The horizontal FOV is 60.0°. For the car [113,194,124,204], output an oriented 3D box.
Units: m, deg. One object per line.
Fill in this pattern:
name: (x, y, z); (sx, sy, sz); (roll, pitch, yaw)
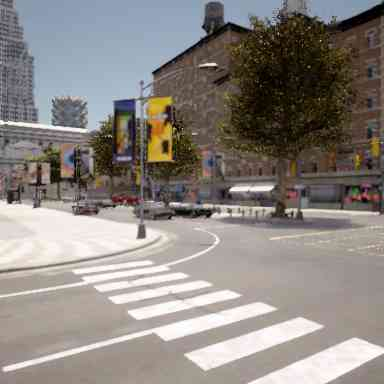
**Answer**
car: (-15.683, 1.379, 68.781); (2.150, 2.045, 5.566); (0, 0, -34)

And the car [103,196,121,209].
car: (-13.110, 1.785, 50.462); (2.033, 1.411, 5.357); (0, 0, -34)

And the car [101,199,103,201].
car: (-14.445, 1.723, 46.157); (1.837, 1.490, 4.892); (0, 0, -34)

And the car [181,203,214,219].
car: (-0.042, 1.741, 30.971); (1.895, 1.301, 4.718); (0, 0, -34)

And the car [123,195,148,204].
car: (-9.872, 1.500, 60.131); (2.150, 2.045, 5.566); (0, 0, -34)

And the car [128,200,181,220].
car: (-3.509, 1.685, 29.855); (2.033, 1.411, 5.357); (0, 0, -34)

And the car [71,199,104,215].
car: (-11.626, 1.767, 36.290); (1.895, 1.301, 4.718); (0, 0, -34)
